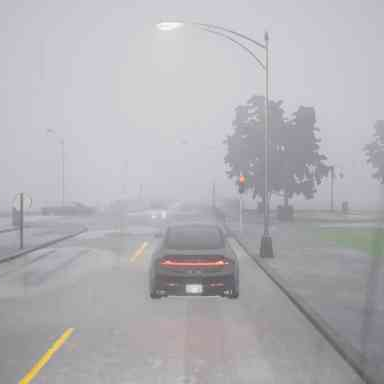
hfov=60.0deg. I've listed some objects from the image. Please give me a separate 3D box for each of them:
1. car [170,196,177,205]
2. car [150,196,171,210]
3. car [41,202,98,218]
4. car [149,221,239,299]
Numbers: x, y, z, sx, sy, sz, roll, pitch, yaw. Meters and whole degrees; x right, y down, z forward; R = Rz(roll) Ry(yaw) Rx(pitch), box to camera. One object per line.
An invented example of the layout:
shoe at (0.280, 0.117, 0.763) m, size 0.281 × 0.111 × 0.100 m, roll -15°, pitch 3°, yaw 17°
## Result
car at (-4.081, 1.504, 56.849) m, size 1.837 × 1.490 × 4.892 m, roll 0°, pitch 0°, yaw 0°
car at (-4.097, 1.564, 41.876) m, size 1.994 × 1.385 × 4.181 m, roll 0°, pitch 0°, yaw 0°
car at (-11.050, 1.601, 30.120) m, size 4.718 × 1.301 × 1.895 m, roll 0°, pitch 0°, yaw -4°
car at (0.061, 1.505, 8.454) m, size 1.837 × 1.490 × 4.892 m, roll 0°, pitch 0°, yaw 0°
